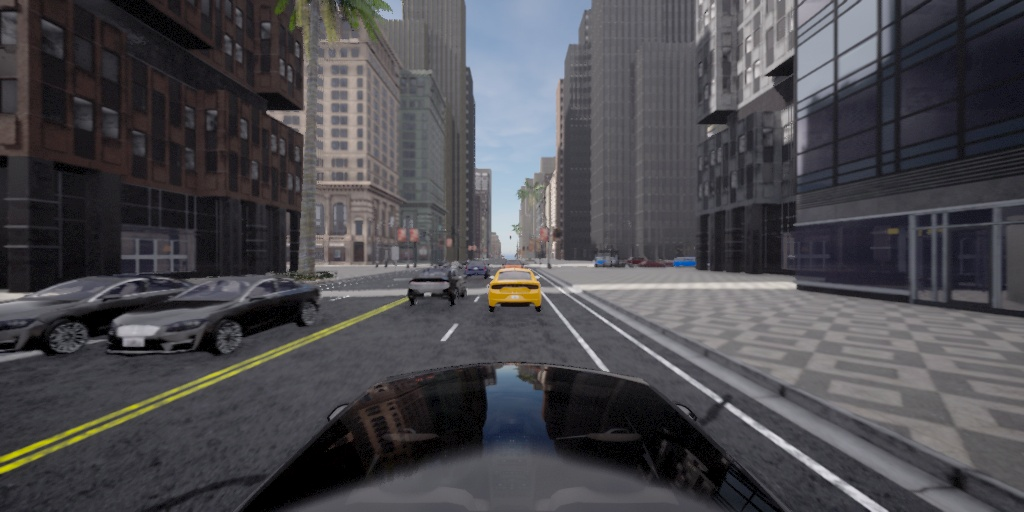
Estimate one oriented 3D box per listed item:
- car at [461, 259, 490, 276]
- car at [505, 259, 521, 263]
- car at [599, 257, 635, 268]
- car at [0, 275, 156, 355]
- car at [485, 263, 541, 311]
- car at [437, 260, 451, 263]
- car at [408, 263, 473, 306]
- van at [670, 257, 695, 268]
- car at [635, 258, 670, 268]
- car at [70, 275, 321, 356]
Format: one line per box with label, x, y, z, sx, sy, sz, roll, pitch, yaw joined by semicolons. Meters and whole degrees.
car;-3.141;1.101;33.084;2.097;1.767;4.553;0;0;0
car;0.107;1.101;33.082;2.097;1.767;4.553;0;0;0
car;17.086;1.301;58.393;4.403;1.370;2.007;0;0;0
car;-9.847;1.241;8.717;2.128;1.511;4.902;0;0;0
car;0.105;1.227;14.543;1.882;1.535;5.008;0;0;0
car;-9.737;1.223;50.993;1.994;1.385;4.181;0;0;0
car;-3.145;1.240;15.767;2.128;1.511;4.902;0;0;0
van;28.441;1.084;58.394;3.998;1.789;1.690;0;0;0
car;22.764;1.328;58.393;4.207;1.307;1.802;0;0;0
car;-6.598;1.241;8.703;2.128;1.511;4.902;0;0;0
